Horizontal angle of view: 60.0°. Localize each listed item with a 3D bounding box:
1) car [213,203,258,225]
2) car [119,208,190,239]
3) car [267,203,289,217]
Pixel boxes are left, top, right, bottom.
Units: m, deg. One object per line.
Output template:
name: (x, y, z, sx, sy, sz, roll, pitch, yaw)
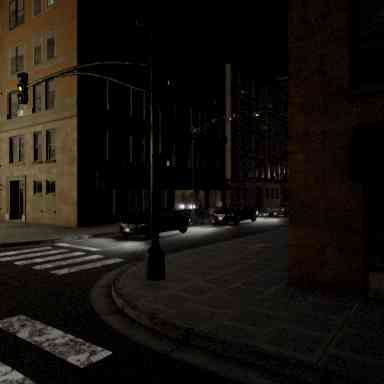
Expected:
car: (3.453, 1.627, 25.748, 2.128, 1.511, 4.902, 0, 0, 35)
car: (-1.878, 1.610, 18.276, 1.812, 1.442, 4.674, 0, 0, 34)
car: (9.356, 1.791, 34.011, 1.895, 1.301, 4.718, 0, 0, 36)
